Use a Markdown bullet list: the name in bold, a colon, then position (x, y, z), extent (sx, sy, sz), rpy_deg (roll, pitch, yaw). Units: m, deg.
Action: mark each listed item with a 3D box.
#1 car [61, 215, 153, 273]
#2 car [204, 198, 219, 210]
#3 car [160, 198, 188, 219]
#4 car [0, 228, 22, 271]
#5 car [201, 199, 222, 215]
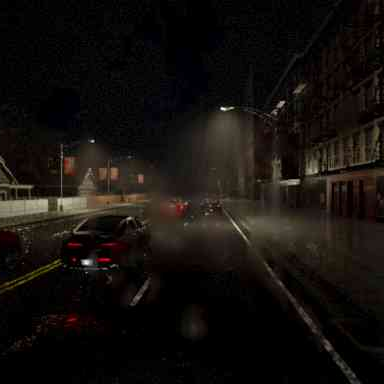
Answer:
- **car**: position (-2.488, 1.500, 10.723), extent (1.837, 1.490, 4.892), rpy_deg (0, 0, 3)
- **car**: position (2.502, 1.548, 43.364), extent (1.895, 1.301, 4.718), rpy_deg (0, 0, 3)
- **car**: position (-1.513, 1.324, 29.068), extent (2.097, 1.767, 4.553), rpy_deg (0, 0, 3)
- **car**: position (-6.062, 1.521, 8.200), extent (1.812, 1.442, 4.674), rpy_deg (0, 0, 3)
- **car**: position (1.937, 1.458, 32.763), extent (2.128, 1.511, 4.902), rpy_deg (0, 0, 3)
